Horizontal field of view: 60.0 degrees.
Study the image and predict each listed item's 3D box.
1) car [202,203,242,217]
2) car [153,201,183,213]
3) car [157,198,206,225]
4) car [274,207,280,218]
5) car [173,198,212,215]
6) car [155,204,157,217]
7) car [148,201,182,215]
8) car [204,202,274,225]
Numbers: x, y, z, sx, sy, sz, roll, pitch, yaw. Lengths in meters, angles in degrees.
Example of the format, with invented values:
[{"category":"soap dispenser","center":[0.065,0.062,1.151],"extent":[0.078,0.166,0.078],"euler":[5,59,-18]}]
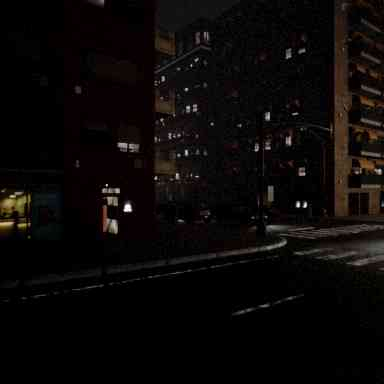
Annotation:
[{"category":"car","center":[3.256,1.899,36.630],"extent":[1.947,1.339,4.313],"euler":[-1,0,-36]},{"category":"car","center":[-3.343,2.025,45.600],"extent":[2.008,1.369,4.403],"euler":[-1,0,-36]},{"category":"car","center":[-0.434,1.586,27.049],"extent":[2.192,1.841,5.009],"euler":[-1,0,-36]},{"category":"car","center":[6.556,1.844,32.146],"extent":[1.802,1.307,4.206],"euler":[-1,0,-36]},{"category":"car","center":[-0.048,1.719,41.116],"extent":[2.192,1.841,5.009],"euler":[-1,0,-36]},{"category":"car","center":[-2.340,1.861,34.266],"extent":[1.837,1.490,4.892],"euler":[0,-1,-37]},{"category":"car","center":[-3.422,1.909,41.124],"extent":[1.882,1.535,5.008],"euler":[0,-1,-36]},{"category":"car","center":[3.536,1.779,26.338],"extent":[2.033,1.411,5.357],"euler":[0,-1,-34]}]
